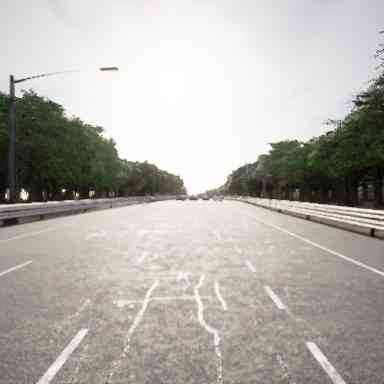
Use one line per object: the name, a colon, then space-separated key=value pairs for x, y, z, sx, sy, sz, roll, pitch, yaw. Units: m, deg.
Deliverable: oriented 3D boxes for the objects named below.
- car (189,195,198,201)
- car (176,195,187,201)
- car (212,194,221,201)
car: x=0.284 y=1.643 z=94.673 sx=2.097 sy=1.767 sz=4.553 roll=0 pitch=0 yaw=3
car: x=-3.234 y=1.638 z=94.463 sx=2.097 sy=1.767 sz=4.553 roll=0 pitch=0 yaw=3
car: x=7.084 y=1.507 z=93.500 sx=2.150 sy=2.045 sz=5.566 roll=0 pitch=0 yaw=1
